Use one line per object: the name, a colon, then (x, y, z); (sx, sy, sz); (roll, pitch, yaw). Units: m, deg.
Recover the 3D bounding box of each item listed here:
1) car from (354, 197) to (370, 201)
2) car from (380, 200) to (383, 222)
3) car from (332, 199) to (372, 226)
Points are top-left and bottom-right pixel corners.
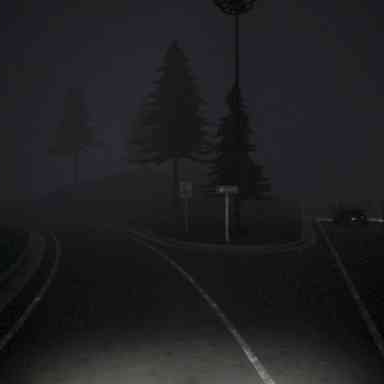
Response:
car: (19.764, 1.356, 39.048); (1.837, 1.490, 4.892); (0, 0, 18)
car: (14.150, 1.463, 22.174); (1.994, 1.385, 4.181); (0, 0, 18)
car: (10.553, 1.444, 22.446); (1.812, 1.442, 4.674); (0, 0, 18)
